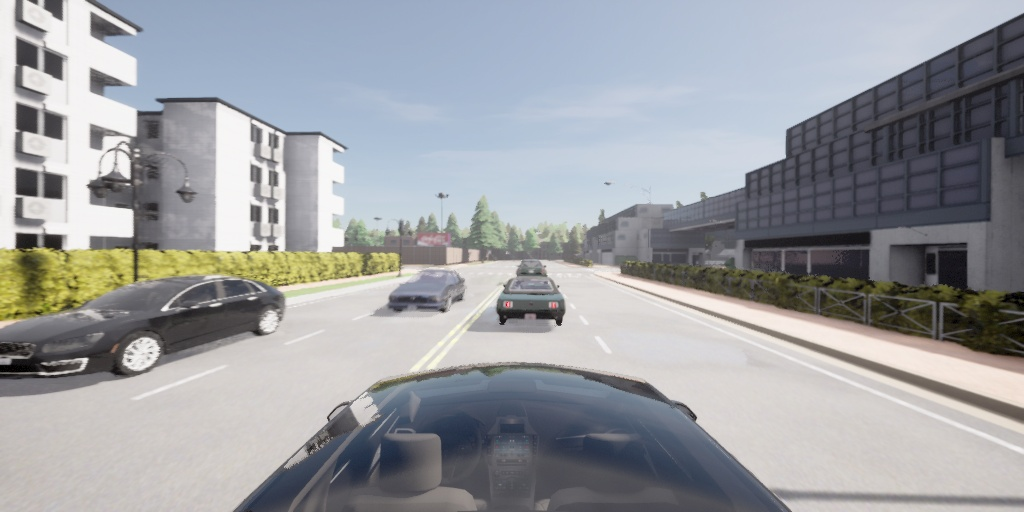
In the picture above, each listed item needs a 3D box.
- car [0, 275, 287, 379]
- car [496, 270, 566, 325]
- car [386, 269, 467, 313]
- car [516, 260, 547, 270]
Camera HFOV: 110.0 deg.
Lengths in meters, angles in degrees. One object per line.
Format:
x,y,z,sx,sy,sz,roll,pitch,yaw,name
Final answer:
-6.844,1.189,7.336,1.837,1.490,4.892,0,0,3,car
0.618,1.319,11.715,1.895,1.301,4.718,0,0,3,car
-2.989,1.234,13.903,2.033,1.411,5.357,0,0,3,car
1.353,1.027,25.181,2.097,1.767,4.553,0,0,3,car
